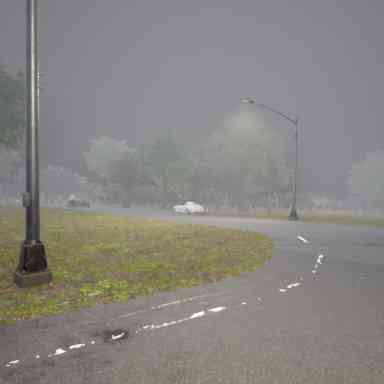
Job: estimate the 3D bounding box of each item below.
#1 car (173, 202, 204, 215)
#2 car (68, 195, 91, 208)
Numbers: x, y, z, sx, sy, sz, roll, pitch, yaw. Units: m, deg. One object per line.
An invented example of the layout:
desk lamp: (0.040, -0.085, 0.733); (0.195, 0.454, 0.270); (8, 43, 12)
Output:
car: (-0.469, 1.919, 39.146); (1.812, 1.442, 4.674); (4, -3, -35)
car: (-17.413, 1.438, 51.221); (2.150, 2.045, 5.566); (4, -3, -35)
